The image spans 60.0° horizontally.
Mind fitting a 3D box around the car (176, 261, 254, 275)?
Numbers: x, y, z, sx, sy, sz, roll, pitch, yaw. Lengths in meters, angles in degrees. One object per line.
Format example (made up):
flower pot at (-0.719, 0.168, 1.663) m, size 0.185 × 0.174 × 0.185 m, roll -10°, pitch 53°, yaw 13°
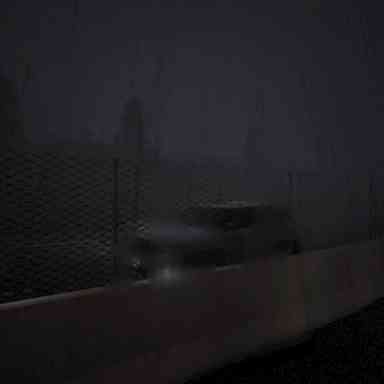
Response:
car at (0.830, 1.284, 9.309) m, size 5.566 × 2.045 × 2.150 m, roll 1°, pitch 0°, yaw -40°
